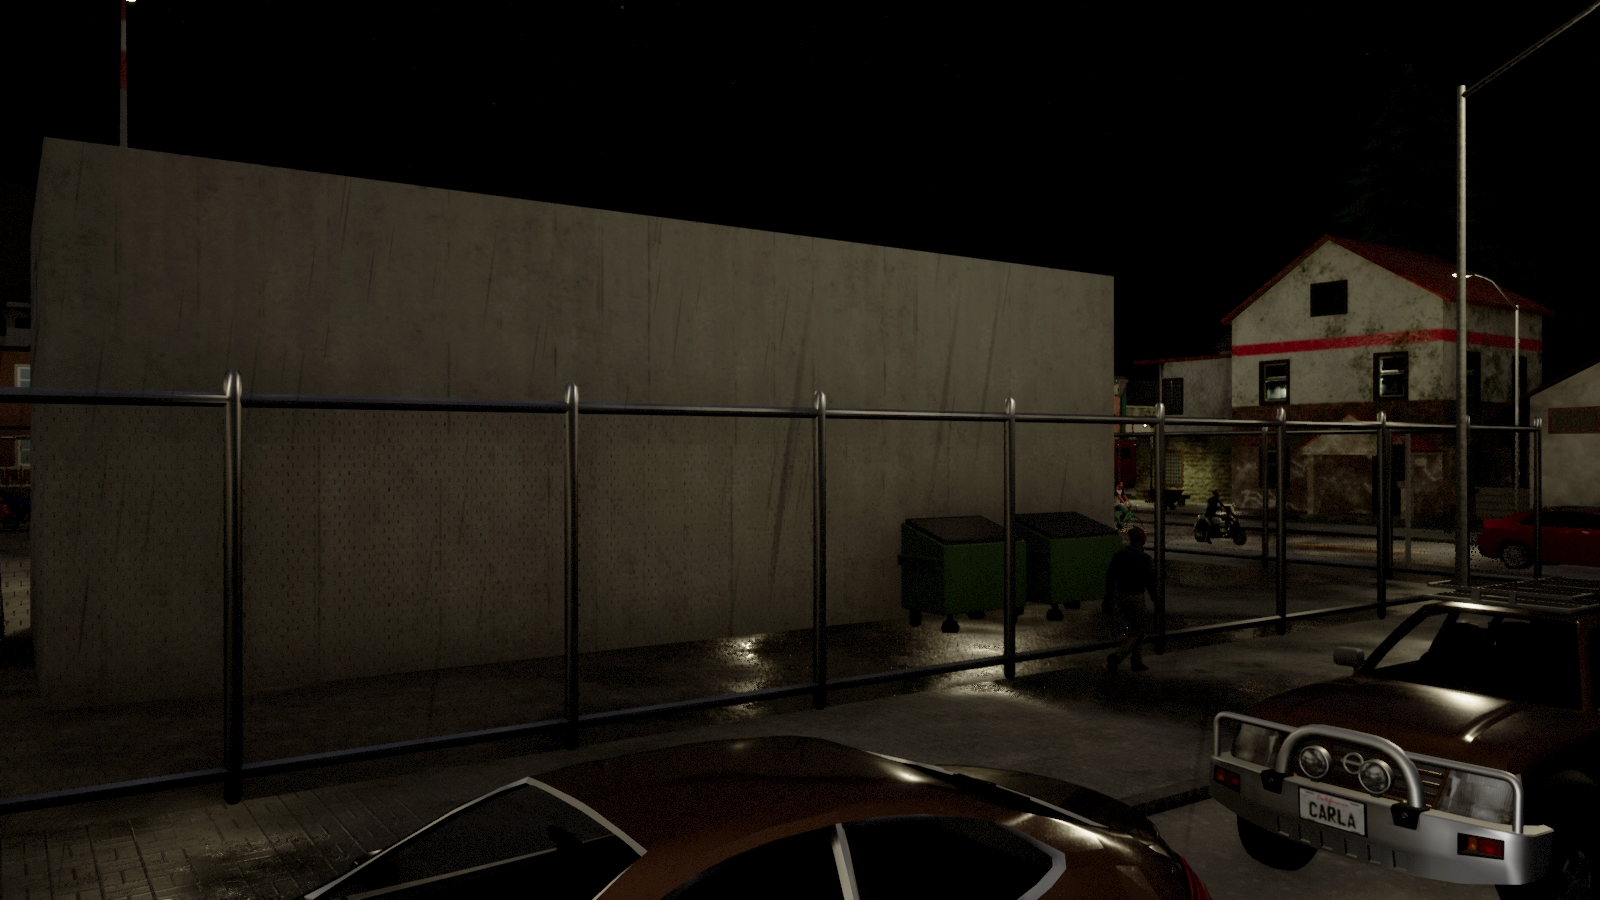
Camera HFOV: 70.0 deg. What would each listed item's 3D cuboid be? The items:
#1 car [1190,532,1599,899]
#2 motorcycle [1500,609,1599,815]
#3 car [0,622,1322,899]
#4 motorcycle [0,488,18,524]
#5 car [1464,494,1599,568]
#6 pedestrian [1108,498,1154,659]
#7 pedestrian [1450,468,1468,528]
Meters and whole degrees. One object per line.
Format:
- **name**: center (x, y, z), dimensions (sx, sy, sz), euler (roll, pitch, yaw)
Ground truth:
- **car**: center (4.948, 1.640, 7.839), dimensions (4.605, 1.855, 1.932), euler (0, 0, -35)
- **motorcycle**: center (6.256, 1.958, 8.768), dimensions (1.805, 1.236, 0.856), euler (0, 0, -35)
- **car**: center (-0.619, 1.771, 3.955), dimensions (5.027, 1.651, 2.152), euler (0, 0, -35)
- **motorcycle**: center (-28.399, 1.962, 39.881), dimensions (1.805, 1.236, 0.856), euler (0, 0, -35)
- **car**: center (18.094, 1.831, 25.794), dimensions (2.231, 1.480, 4.892), euler (0, 0, -35)
- **pedestrian**: center (3.954, 1.513, 13.638), dimensions (0.375, 1.860, 0.375), euler (0, 0, -35)
- **pedestrian**: center (20.811, 1.510, 36.066), dimensions (0.375, 1.860, 0.375), euler (0, 0, -35)
